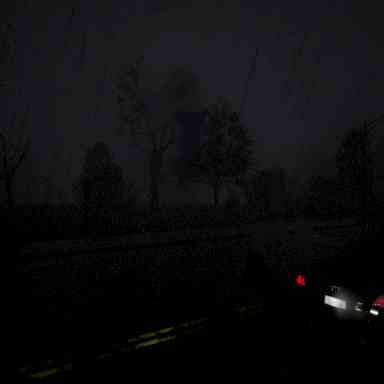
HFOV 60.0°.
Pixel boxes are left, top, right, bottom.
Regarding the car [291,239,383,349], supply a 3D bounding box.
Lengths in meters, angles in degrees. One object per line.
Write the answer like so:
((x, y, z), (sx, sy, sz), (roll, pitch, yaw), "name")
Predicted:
((3.728, 1.563, 5.943), (4.181, 1.385, 1.994), (0, 0, -34), "car")
